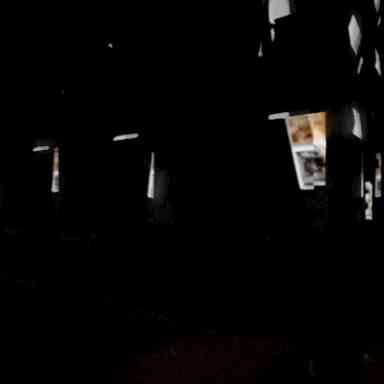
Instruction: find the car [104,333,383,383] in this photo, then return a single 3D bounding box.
[{"bbox_3d":[1.371,1.526,1.898,4.829,1.417,1.752,0,0,36],"label":"car"}]
